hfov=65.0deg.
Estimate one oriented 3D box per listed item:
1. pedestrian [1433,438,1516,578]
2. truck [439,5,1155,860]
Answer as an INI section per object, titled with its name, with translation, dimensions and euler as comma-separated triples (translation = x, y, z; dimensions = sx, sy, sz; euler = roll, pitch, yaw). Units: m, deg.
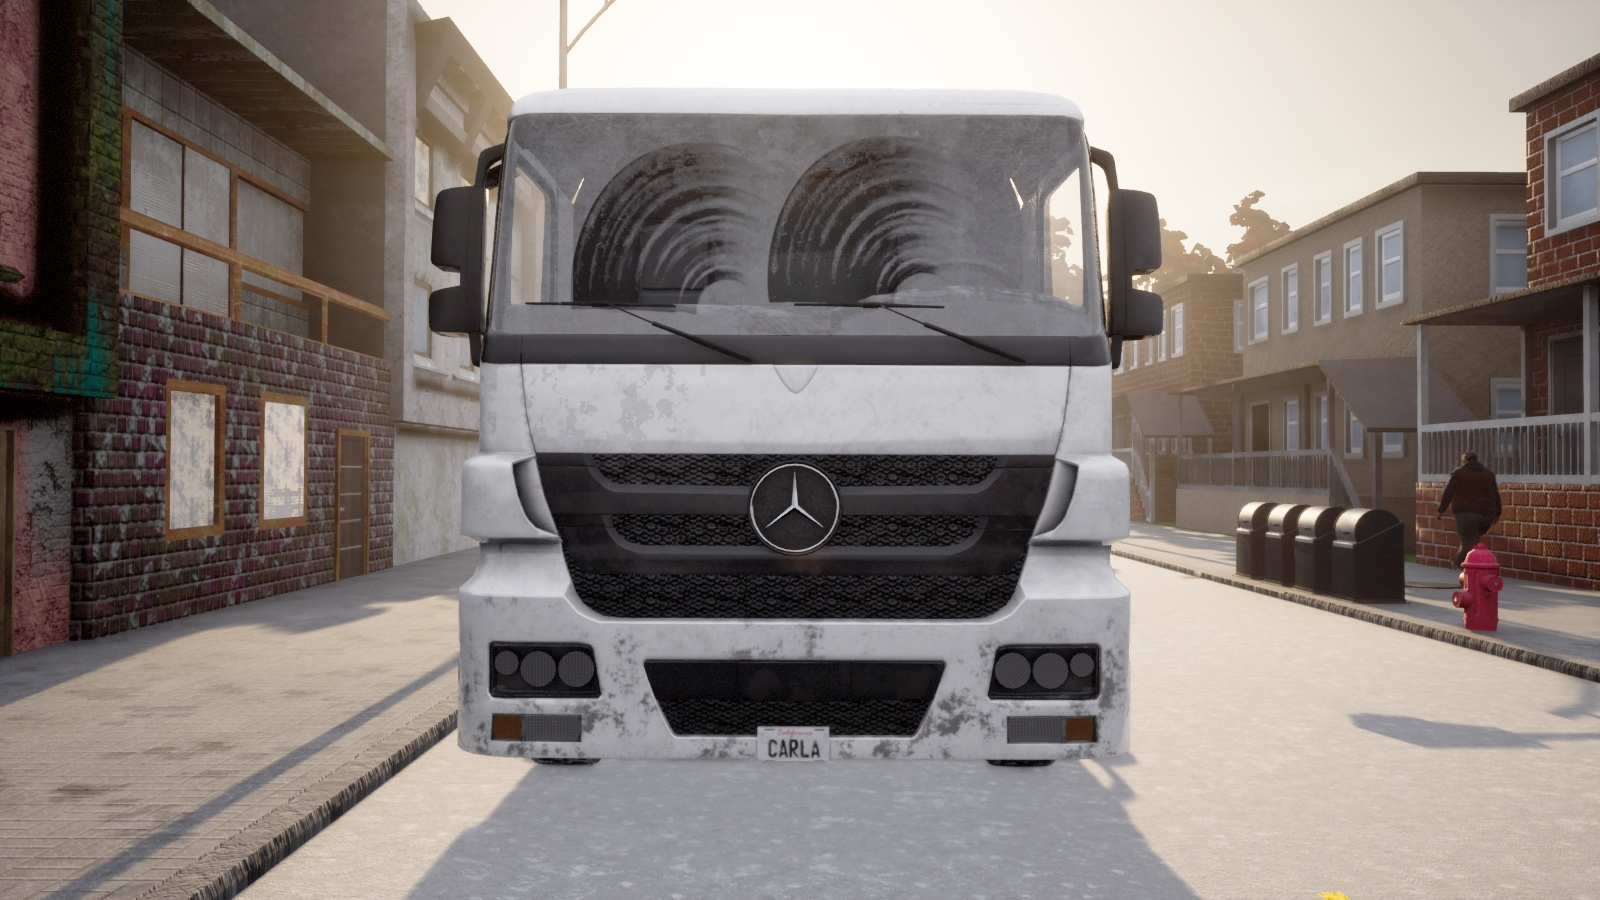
[pedestrian]
translation = 9.162, 0.774, 17.098
dimensions = 0.634, 1.844, 0.899
euler = 0, -1, 1
[truck]
translation = -0.025, -0.015, 9.072
dimensions = 2.891, 3.462, 7.936
euler = 0, -1, 0
